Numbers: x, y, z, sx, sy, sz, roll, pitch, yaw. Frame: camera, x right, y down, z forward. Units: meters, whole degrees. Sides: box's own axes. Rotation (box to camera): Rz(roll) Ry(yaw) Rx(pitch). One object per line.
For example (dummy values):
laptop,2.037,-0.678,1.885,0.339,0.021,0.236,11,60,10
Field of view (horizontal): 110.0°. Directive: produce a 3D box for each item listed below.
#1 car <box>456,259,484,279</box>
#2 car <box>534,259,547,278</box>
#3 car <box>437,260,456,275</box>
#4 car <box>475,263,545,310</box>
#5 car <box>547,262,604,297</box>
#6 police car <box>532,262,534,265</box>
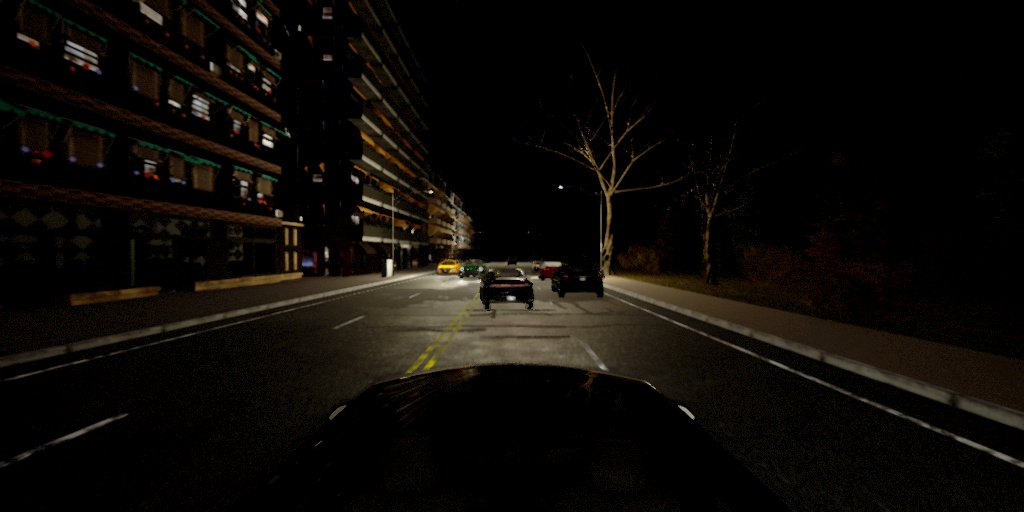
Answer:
car,-3.330,1.055,31.416,2.097,1.767,4.553,0,0,0
car,3.259,1.209,29.681,2.163,1.488,4.792,0,0,0
car,-6.572,1.169,37.865,1.882,1.535,5.008,0,0,0
car,-0.291,1.221,14.593,2.128,1.511,4.902,0,0,-7
car,3.256,1.075,18.620,2.097,1.767,4.553,0,0,0
police car,3.264,1.192,40.652,2.038,1.542,4.974,0,0,0
